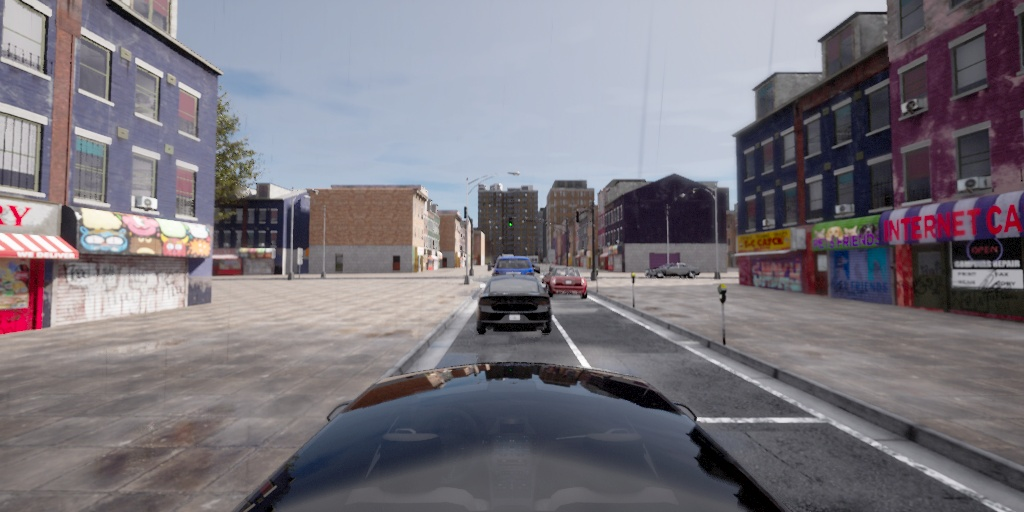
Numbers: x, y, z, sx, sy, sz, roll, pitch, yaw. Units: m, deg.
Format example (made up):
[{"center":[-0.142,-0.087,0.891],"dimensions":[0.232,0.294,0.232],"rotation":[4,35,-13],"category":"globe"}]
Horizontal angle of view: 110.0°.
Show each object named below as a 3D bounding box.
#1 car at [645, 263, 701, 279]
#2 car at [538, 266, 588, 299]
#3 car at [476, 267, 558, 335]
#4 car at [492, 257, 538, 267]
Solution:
[{"center":[14.947,1.410,33.459],"dimensions":[4.902,1.511,2.128],"rotation":[0,-2,0],"category":"car"},{"center":[2.615,1.262,18.612],"dimensions":[1.967,1.591,4.097],"rotation":[0,0,0],"category":"car"},{"center":[0.032,1.263,10.692],"dimensions":[1.882,1.535,5.008],"rotation":[0,0,-1],"category":"car"},{"center":[0.067,1.053,19.757],"dimensions":[2.150,2.045,5.566],"rotation":[0,0,0],"category":"car"}]
